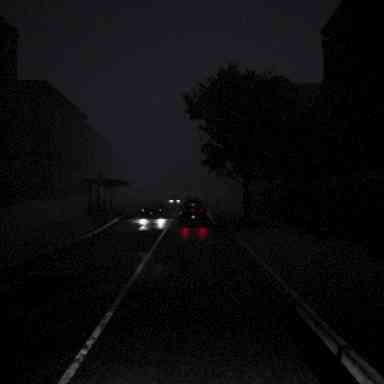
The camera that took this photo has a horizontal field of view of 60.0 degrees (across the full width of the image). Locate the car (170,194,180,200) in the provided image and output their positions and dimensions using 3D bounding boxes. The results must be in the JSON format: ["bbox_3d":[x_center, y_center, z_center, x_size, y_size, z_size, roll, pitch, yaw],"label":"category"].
[{"bbox_3d":[-3.520,1.005,69.574,1.895,1.301,4.718,0,1,0],"label":"car"}]

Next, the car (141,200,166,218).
[{"bbox_3d":[-3.284,1.415,28.935,1.812,1.442,4.674,0,1,0],"label":"car"}]

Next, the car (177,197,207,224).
[{"bbox_3d":[0.086,1.422,24.472,2.128,1.511,4.902,0,1,0],"label":"car"}]
